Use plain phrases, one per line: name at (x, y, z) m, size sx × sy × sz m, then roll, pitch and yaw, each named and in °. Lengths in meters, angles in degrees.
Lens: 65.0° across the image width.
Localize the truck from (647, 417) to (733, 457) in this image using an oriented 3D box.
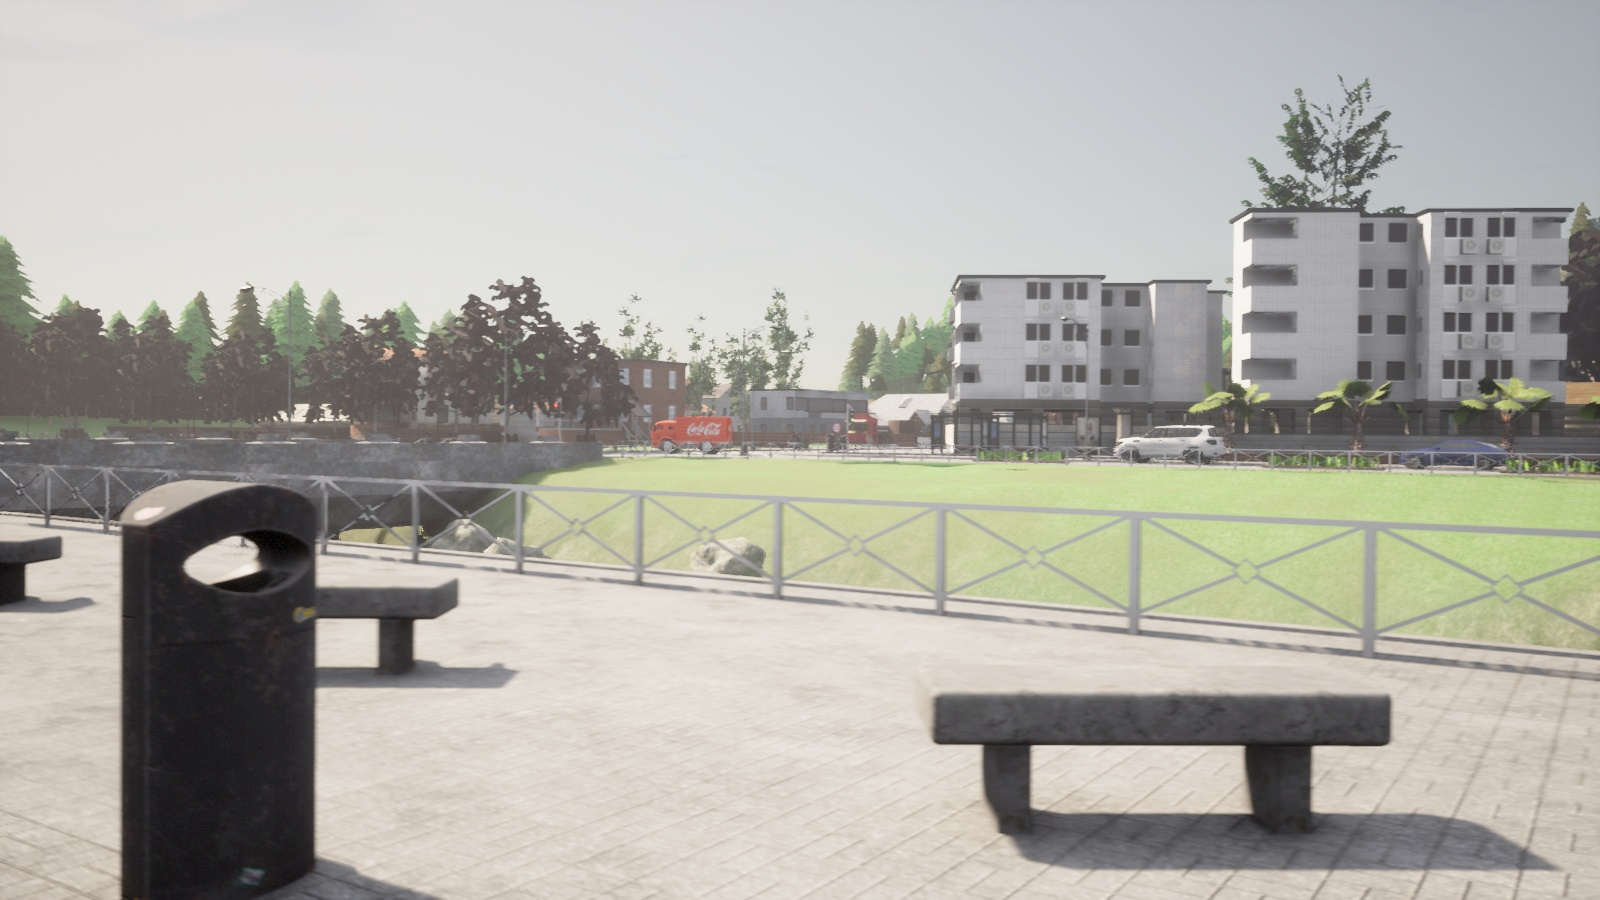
truck at (-7.160, -0.818, 82.341) m, size 5.204 × 2.467 × 2.627 m, roll -1°, pitch -1°, yaw 6°

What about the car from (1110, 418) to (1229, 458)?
car at (19.249, -0.618, 65.514) m, size 5.566 × 2.045 × 2.150 m, roll 0°, pitch 1°, yaw 34°

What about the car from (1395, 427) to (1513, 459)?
car at (30.272, -0.311, 58.193) m, size 4.674 × 1.442 × 1.812 m, roll 0°, pitch 1°, yaw 34°
